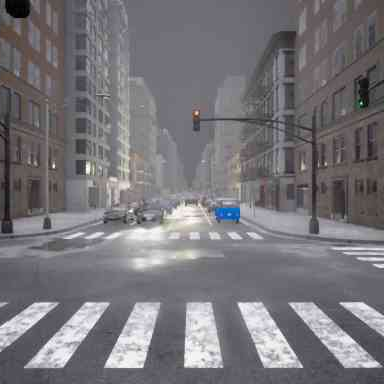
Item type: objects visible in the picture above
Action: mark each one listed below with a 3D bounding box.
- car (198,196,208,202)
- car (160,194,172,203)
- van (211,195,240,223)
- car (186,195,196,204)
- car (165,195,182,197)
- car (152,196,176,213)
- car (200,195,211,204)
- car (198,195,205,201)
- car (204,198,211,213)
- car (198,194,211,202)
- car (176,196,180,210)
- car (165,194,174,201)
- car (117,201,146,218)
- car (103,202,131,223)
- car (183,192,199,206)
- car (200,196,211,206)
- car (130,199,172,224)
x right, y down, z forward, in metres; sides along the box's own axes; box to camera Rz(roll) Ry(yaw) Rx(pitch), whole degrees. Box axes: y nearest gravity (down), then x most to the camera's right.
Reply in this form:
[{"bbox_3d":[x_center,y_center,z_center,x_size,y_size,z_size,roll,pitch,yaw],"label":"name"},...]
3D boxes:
[{"bbox_3d":[2.500,1.525,76.106,2.008,1.369,4.403,0,0,0],"label":"car"},{"bbox_3d":[-5.515,1.293,70.406,2.192,1.841,5.009,0,0,0],"label":"car"},{"bbox_3d":[2.591,1.340,24.975,1.690,1.788,3.998,0,0,0],"label":"van"},{"bbox_3d":[-0.118,1.460,65.102,1.882,1.535,5.008,0,0,0],"label":"car"},{"bbox_3d":[-2.902,1.555,53.195,1.994,1.385,4.181,0,0,1],"label":"car"},{"bbox_3d":[-2.912,1.476,33.947,1.882,1.535,5.008,0,0,0],"label":"car"},{"bbox_3d":[2.520,1.422,64.744,1.967,1.590,4.097,0,0,0],"label":"car"},{"bbox_3d":[2.480,1.532,87.469,1.947,1.339,4.313,0,0,0],"label":"car"},{"bbox_3d":[2.571,1.580,36.337,1.802,1.307,4.206,0,0,0],"label":"car"},{"bbox_3d":[2.541,1.306,53.381,2.192,1.841,5.009,0,0,0],"label":"car"},{"bbox_3d":[-2.925,1.560,43.173,1.994,1.385,4.181,0,0,0],"label":"car"},{"bbox_3d":[-5.535,1.410,81.770,1.967,1.590,4.097,0,0,0],"label":"car"},{"bbox_3d":[-5.444,1.543,30.633,1.887,1.381,4.507,0,0,0],"label":"car"},{"bbox_3d":[-5.434,1.550,24.952,2.008,1.369,4.403,0,0,0],"label":"car"},{"bbox_3d":[-0.100,1.341,55.069,2.097,1.767,4.553,0,0,0],"label":"car"},{"bbox_3d":[2.551,1.577,47.700,1.802,1.307,4.206,0,0,0],"label":"car"},{"bbox_3d":[-2.882,1.491,24.504,2.128,1.511,4.902,0,0,-1],"label":"car"}]
